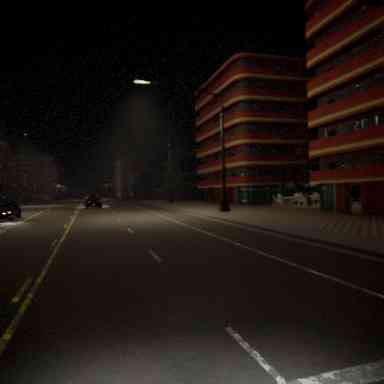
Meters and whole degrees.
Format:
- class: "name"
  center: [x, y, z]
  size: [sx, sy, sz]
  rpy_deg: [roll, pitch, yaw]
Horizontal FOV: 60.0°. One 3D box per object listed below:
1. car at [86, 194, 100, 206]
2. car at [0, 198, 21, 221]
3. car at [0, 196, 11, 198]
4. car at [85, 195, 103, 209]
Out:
- class: "car"
  center: [-14.753, 1.144, 49.344]
  size: [1.882, 1.535, 5.008]
  rpy_deg: [-2, 1, -17]
- class: "car"
  center: [-15.441, 1.543, 27.411]
  size: [1.837, 1.490, 4.892]
  rpy_deg: [-2, 1, -17]
- class: "car"
  center: [-22.952, 1.348, 40.252]
  size: [2.097, 1.767, 4.553]
  rpy_deg: [-2, 1, -17]
- class: "car"
  center: [-11.780, 1.263, 39.840]
  size: [1.812, 1.442, 4.674]
  rpy_deg: [-2, 1, -17]
